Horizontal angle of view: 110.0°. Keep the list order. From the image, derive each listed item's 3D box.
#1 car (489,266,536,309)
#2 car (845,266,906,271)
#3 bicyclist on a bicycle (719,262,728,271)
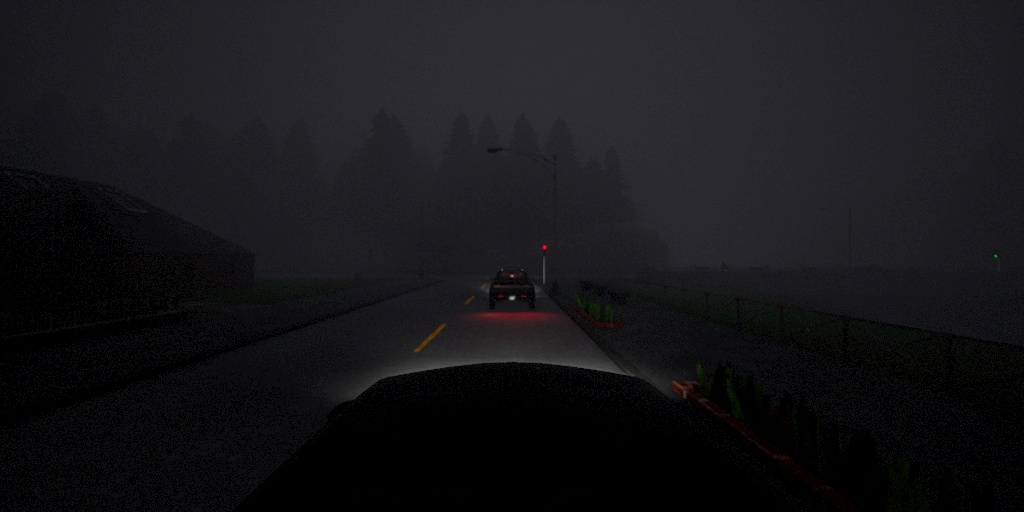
[{"bbox_3d":[0.004,1.373,15.751,2.128,1.511,4.902,0,-1,0],"label":"car"},{"bbox_3d":[40.390,1.712,40.100,4.718,1.301,1.895,0,-1,0],"label":"car"},{"bbox_3d":[21.158,1.420,35.813,0.582,1.620,1.656,0,-1,0],"label":"bicyclist on a bicycle"}]
